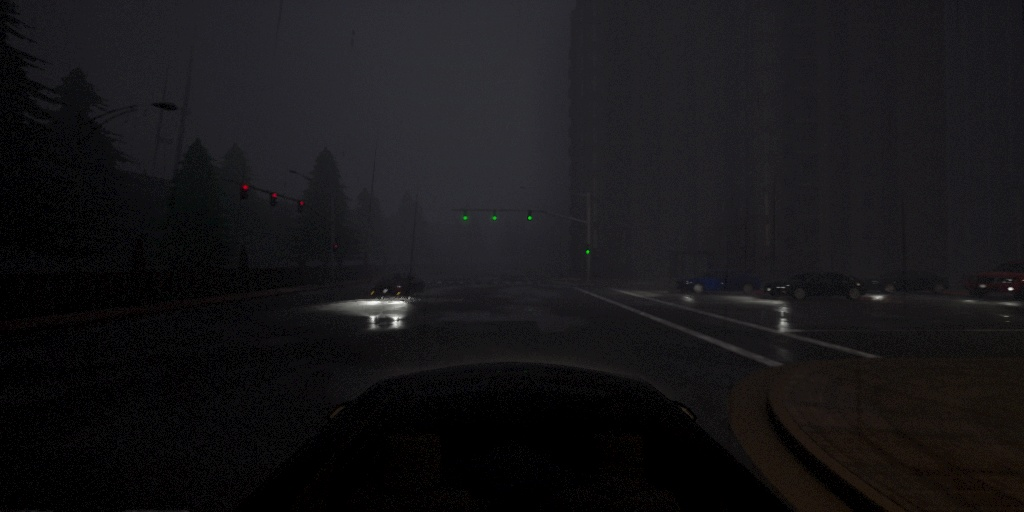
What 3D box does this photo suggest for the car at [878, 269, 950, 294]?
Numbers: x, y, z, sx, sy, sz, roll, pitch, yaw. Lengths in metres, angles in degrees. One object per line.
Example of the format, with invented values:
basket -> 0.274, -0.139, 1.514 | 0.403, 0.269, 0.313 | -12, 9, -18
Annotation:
car -> 24.858, 1.594, 23.029 | 5.008, 1.535, 1.882 | 0, -1, 0

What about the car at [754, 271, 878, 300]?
car -> 16.314, 1.568, 19.427 | 4.892, 1.490, 1.837 | 0, -1, -1

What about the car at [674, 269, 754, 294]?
car -> 13.019, 1.590, 22.885 | 5.008, 1.535, 1.882 | 0, -1, -1

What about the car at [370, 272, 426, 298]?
car -> -6.455, 1.639, 20.692 | 1.994, 1.385, 4.181 | 0, -1, 5

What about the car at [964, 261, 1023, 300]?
car -> 28.373, 1.290, 19.575 | 5.566, 2.045, 2.150 | 0, -1, -1
